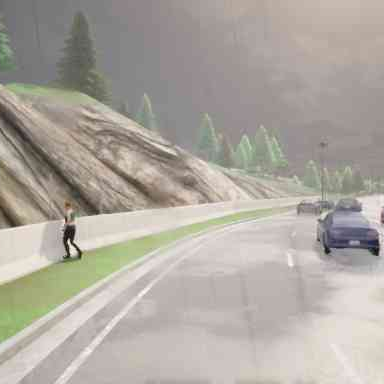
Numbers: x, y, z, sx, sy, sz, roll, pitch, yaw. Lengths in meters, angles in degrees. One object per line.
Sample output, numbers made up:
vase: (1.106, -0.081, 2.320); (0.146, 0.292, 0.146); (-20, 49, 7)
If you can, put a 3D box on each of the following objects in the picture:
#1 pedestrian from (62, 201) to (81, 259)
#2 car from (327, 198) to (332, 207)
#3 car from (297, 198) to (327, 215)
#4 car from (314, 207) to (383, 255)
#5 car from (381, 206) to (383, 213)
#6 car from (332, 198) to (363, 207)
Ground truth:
pedestrian: (-3.773, 1.141, 10.288); (0.375, 1.860, 0.375); (0, 0, 12)
car: (16.619, 1.491, 41.718); (2.128, 1.511, 4.902); (0, 0, 29)
car: (11.648, 1.491, 32.812); (2.128, 1.511, 4.902); (0, 0, 29)
car: (6.095, 1.526, 13.287); (1.812, 1.442, 4.674); (0, 0, 17)
car: (13.805, 1.352, 22.042); (2.097, 1.767, 4.553); (0, 0, 27)
car: (14.615, 1.353, 30.902); (2.097, 1.767, 4.553); (0, 0, 29)
